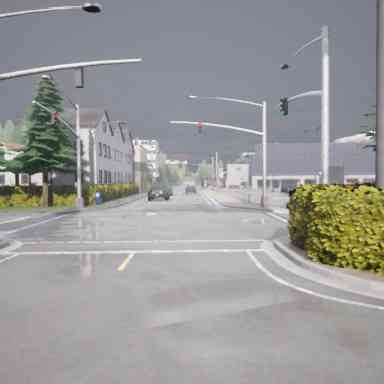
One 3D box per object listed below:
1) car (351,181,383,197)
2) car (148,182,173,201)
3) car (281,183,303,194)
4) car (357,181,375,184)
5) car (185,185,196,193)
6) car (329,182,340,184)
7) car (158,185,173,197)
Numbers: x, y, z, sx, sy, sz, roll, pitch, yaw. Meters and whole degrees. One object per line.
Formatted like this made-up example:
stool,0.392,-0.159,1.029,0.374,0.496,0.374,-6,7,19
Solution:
car,22.231,-0.446,42.122,1.932,1.855,4.605,-1,2,0
car,-3.747,-0.102,38.280,2.150,2.045,5.566,-1,2,0
car,15.231,-0.509,52.094,2.007,1.523,4.514,-1,2,0
car,18.992,-0.164,34.239,1.905,1.878,3.866,-1,2,0
car,-0.212,-0.565,58.703,2.128,1.511,4.902,-1,2,0
car,25.264,-1.014,59.515,2.152,1.636,5.027,-1,2,0
car,-3.768,-0.165,48.441,1.837,1.490,4.892,-1,2,0
